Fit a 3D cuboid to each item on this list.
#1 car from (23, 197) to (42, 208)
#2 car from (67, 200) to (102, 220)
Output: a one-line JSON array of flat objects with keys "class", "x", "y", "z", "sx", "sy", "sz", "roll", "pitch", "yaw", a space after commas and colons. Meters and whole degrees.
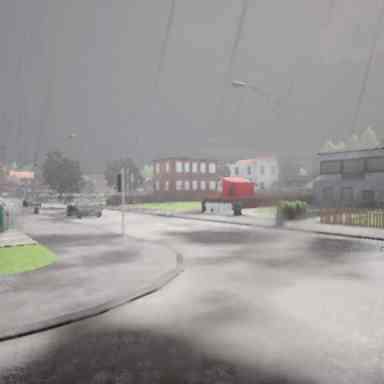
[{"class": "car", "x": -22.504, "y": 1.403, "z": 46.756, "sx": 2.128, "sy": 1.511, "sz": 4.902, "roll": -1, "pitch": 0, "yaw": -35}, {"class": "car", "x": -9.120, "y": 1.436, "z": 27.874, "sx": 1.812, "sy": 1.442, "sz": 4.674, "roll": -1, "pitch": 0, "yaw": -36}]
